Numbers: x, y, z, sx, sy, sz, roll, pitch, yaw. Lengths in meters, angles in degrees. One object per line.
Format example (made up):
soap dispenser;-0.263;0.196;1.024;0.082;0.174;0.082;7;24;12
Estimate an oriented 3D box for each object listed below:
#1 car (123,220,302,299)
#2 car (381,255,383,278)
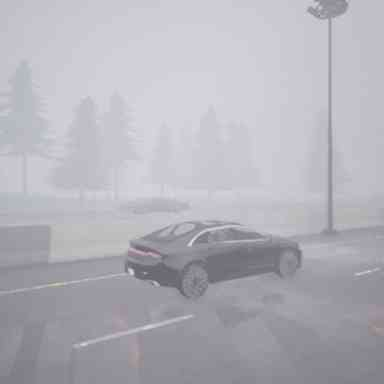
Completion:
car;0.727;1.459;8.372;4.902;1.511;2.128;0;0;-34
car;6.326;1.481;7.835;4.674;1.442;1.812;0;0;-33
